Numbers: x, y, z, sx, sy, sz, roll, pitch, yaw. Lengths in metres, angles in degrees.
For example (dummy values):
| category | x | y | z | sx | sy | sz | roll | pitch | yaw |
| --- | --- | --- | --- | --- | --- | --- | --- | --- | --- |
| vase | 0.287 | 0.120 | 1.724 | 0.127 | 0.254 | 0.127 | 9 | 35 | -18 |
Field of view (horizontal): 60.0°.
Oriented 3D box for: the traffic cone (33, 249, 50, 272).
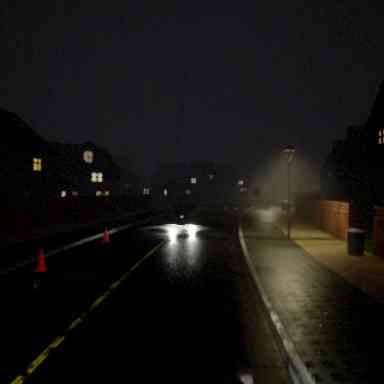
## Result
| category | x | y | z | sx | sy | sz | roll | pitch | yaw |
| --- | --- | --- | --- | --- | --- | --- | --- | --- | --- |
| traffic cone | -4.181 | 1.881 | 9.235 | 0.340 | 0.580 | 0.340 | 0 | 0 | 5 |

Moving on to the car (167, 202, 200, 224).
| category | x | y | z | sx | sy | sz | roll | pitch | yaw |
| --- | --- | --- | --- | --- | --- | --- | --- | --- | --- |
| car | -0.485 | 1.369 | 23.116 | 1.994 | 1.385 | 4.181 | 0 | 0 | 5 |

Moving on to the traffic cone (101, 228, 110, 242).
| category | x | y | z | sx | sy | sz | roll | pitch | yaw |
| --- | --- | --- | --- | --- | --- | --- | --- | --- | --- |
| traffic cone | -3.701 | 1.840 | 14.291 | 0.340 | 0.580 | 0.340 | 0 | 0 | 6 |

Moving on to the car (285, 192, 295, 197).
| category | x | y | z | sx | sy | sz | roll | pitch | yaw |
| --- | --- | --- | --- | --- | --- | --- | --- | --- | --- |
| car | 24.438 | 0.553 | 81.411 | 1.895 | 1.301 | 4.718 | 0 | 1 | 34 |
